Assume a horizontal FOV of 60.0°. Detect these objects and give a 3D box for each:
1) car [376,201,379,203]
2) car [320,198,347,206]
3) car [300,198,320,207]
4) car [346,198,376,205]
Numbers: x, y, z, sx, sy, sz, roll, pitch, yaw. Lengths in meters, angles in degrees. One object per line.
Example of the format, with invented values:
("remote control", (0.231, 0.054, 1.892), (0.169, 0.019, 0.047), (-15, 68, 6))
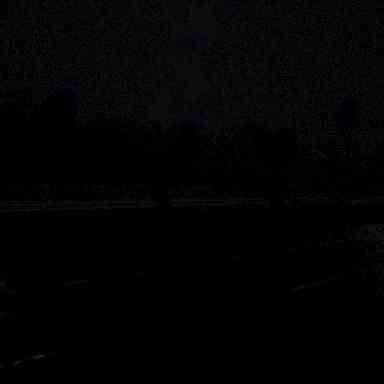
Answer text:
("car", (23.300, 1.493, 37.655), (4.892, 1.490, 1.837), (0, 0, -35))
("car", (19.390, 1.478, 43.460), (4.902, 1.511, 2.128), (0, 0, -35))
("car", (17.370, 1.525, 46.295), (5.357, 1.411, 2.033), (0, 0, -35))
("car", (21.191, 1.540, 40.450), (4.181, 1.385, 1.994), (0, 0, -35))
